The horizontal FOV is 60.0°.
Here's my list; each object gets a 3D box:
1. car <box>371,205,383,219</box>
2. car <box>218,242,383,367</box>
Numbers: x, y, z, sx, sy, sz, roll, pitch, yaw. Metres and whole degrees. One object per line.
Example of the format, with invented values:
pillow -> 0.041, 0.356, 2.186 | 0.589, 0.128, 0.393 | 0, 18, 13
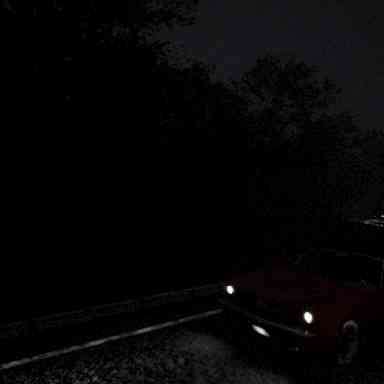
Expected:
car -> 18.591, 1.951, 32.446 | 1.895, 1.301, 4.718 | 0, 0, 30
car -> 2.768, 1.659, 5.961 | 4.718, 1.301, 1.895 | 1, 0, -35
